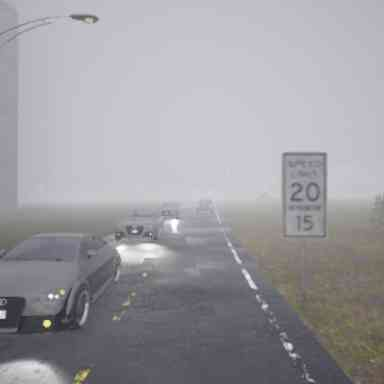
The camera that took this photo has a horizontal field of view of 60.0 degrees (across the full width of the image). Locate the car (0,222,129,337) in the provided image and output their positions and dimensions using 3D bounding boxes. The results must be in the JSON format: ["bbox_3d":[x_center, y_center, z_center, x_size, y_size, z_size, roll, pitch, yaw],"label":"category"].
[{"bbox_3d":[-2.757,1.559,6.724,1.994,1.385,4.181,0,0,1],"label":"car"}]

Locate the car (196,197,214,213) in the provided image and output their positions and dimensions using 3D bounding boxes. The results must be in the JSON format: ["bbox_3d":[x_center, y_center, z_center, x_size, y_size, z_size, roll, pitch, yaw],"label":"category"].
[{"bbox_3d":[1.377,1.511,35.994,2.033,1.411,5.357,0,0,3],"label":"car"}]

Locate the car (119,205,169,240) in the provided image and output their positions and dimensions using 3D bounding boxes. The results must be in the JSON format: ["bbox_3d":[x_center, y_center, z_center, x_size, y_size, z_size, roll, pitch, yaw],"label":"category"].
[{"bbox_3d":[-2.494,1.550,16.726,1.994,1.385,4.181,0,0,2],"label":"car"}]

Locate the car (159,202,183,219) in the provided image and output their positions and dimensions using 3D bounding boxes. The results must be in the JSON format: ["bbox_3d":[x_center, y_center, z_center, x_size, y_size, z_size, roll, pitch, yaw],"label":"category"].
[{"bbox_3d":[-1.935,1.536,28.888,1.994,1.385,4.181,0,0,4],"label":"car"}]

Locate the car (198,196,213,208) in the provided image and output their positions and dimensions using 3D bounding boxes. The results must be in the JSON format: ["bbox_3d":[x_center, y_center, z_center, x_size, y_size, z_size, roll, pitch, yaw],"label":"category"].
[{"bbox_3d":[1.955,1.442,47.758,2.128,1.511,4.902,0,0,3],"label":"car"}]
